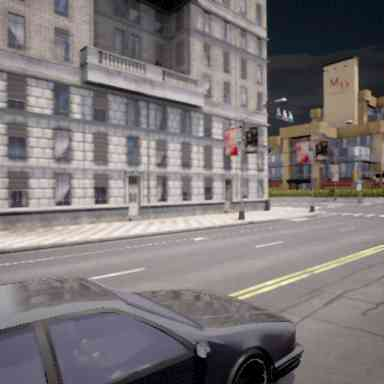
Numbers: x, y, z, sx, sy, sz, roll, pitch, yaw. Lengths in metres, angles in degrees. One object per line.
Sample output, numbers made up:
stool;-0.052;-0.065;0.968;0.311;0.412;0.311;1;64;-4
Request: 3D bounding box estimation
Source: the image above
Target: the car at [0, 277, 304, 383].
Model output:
car;-1.285;1.552;2.880;5.357;1.411;2.033;-1;0;-39
